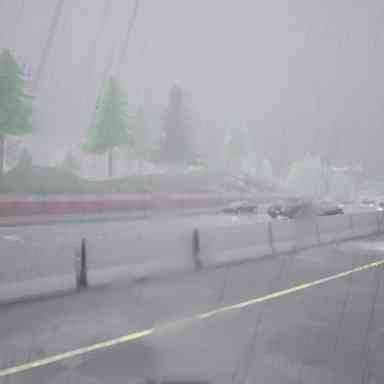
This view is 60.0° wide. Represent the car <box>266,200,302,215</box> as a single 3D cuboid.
[{"bbox_3d":[10.178,1.702,36.721,1.837,1.490,4.892,-1,-1,42],"label":"car"}]

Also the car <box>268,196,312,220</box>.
[{"bbox_3d":[9.270,1.378,30.612,2.150,2.045,5.566,-1,-1,44],"label":"car"}]

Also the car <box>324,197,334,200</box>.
[{"bbox_3d":[27.117,1.789,66.135,1.812,1.442,4.674,-1,-1,32],"label":"car"}]

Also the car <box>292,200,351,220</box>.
[{"bbox_3d":[10.575,1.663,26.946,5.357,1.411,2.033,0,-1,-45],"label":"car"}]

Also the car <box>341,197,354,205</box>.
[{"bbox_3d":[30.424,1.723,64.817,1.837,1.490,4.892,-1,-1,32],"label":"car"}]

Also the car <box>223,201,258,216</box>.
[{"bbox_3d":[5.383,1.718,36.663,1.882,1.535,5.008,-1,-1,43],"label":"car"}]

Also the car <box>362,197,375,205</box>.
[{"bbox_3d":[33.809,1.725,63.619,1.994,1.385,4.181,-1,-1,32],"label":"car"}]

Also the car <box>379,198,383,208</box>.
[{"bbox_3d":[29.806,1.598,50.776,1.882,1.535,5.008,-1,1,33],"label":"car"}]
